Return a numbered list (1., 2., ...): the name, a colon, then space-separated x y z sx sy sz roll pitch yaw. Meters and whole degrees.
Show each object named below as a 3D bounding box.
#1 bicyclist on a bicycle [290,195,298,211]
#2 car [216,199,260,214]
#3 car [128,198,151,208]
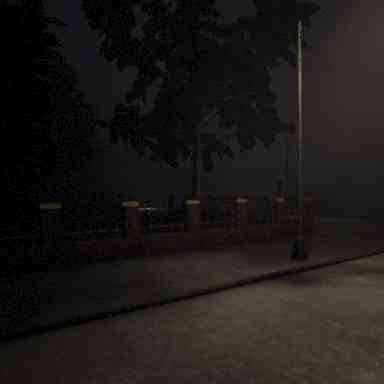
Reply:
1. bicyclist on a bicycle: 10.678 1.180 34.363 1.656 1.620 0.582 -1 0 -35
2. car: 3.877 1.358 29.444 1.882 1.535 5.008 0 0 -35
3. car: -7.191 1.446 45.171 1.994 1.385 4.181 0 0 -35
